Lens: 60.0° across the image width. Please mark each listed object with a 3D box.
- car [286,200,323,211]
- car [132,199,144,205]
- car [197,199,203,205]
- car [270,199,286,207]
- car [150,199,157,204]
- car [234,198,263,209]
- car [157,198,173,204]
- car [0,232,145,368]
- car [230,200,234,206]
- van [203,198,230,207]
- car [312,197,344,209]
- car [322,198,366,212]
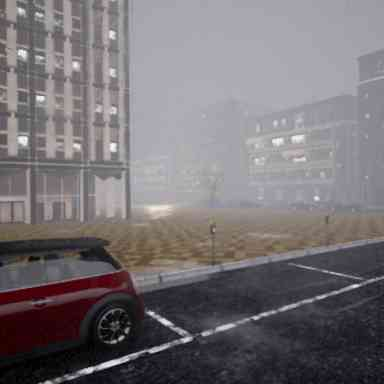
[{"bbox_3d":[15.463,1.852,44.973,2.008,1.369,4.403,-2,0,-36],"label":"car"},{"bbox_3d":[-13.841,2.589,85.638,2.008,1.369,4.403,-2,0,-36],"label":"car"},{"bbox_3d":[2.748,2.285,77.025,1.802,1.307,4.206,-2,0,-36],"label":"car"},{"bbox_3d":[15.882,1.956,59.033,1.802,1.307,4.206,-2,0,-36],"label":"car"},{"bbox_3d":[-10.323,2.598,95.064,1.947,1.339,4.313,-2,0,-36],"label":"car"},{"bbox_3d":[9.380,1.999,53.445,1.887,1.381,4.507,-2,0,-36],"label":"car"},{"bbox_3d":[-7.059,2.389,90.554,1.967,1.590,4.097,-2,0,-36],"label":"car"},{"bbox_3d":[-2.815,1.440,4.561,4.097,1.590,1.967,0,0,-36],"label":"car"},{"bbox_3d":[9.283,1.979,68.008,1.967,1.590,4.097,-2,0,-36],"label":"car"},{"bbox_3d":[4.456,1.919,60.328,1.690,1.788,3.998,-2,0,-36],"label":"van"},{"bbox_3d":[21.143,1.683,51.852,1.967,1.590,4.097,-2,0,-36],"label":"car"},{"bbox_3d":[18.731,1.771,40.463,2.008,1.369,4.403,-2,0,-36],"label":"car"}]
